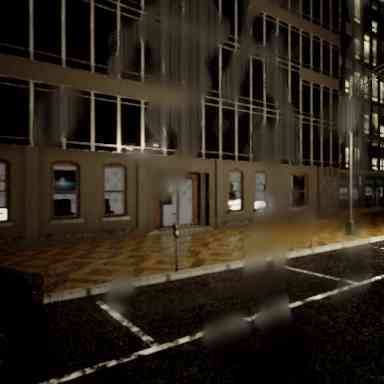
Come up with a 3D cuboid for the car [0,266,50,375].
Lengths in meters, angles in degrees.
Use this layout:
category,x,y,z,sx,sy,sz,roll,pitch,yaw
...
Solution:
category,x,y,z,sx,sy,sz,roll,pitch,yaw
car,-3.932,1.573,3.752,4.313,1.339,1.947,0,0,-36
